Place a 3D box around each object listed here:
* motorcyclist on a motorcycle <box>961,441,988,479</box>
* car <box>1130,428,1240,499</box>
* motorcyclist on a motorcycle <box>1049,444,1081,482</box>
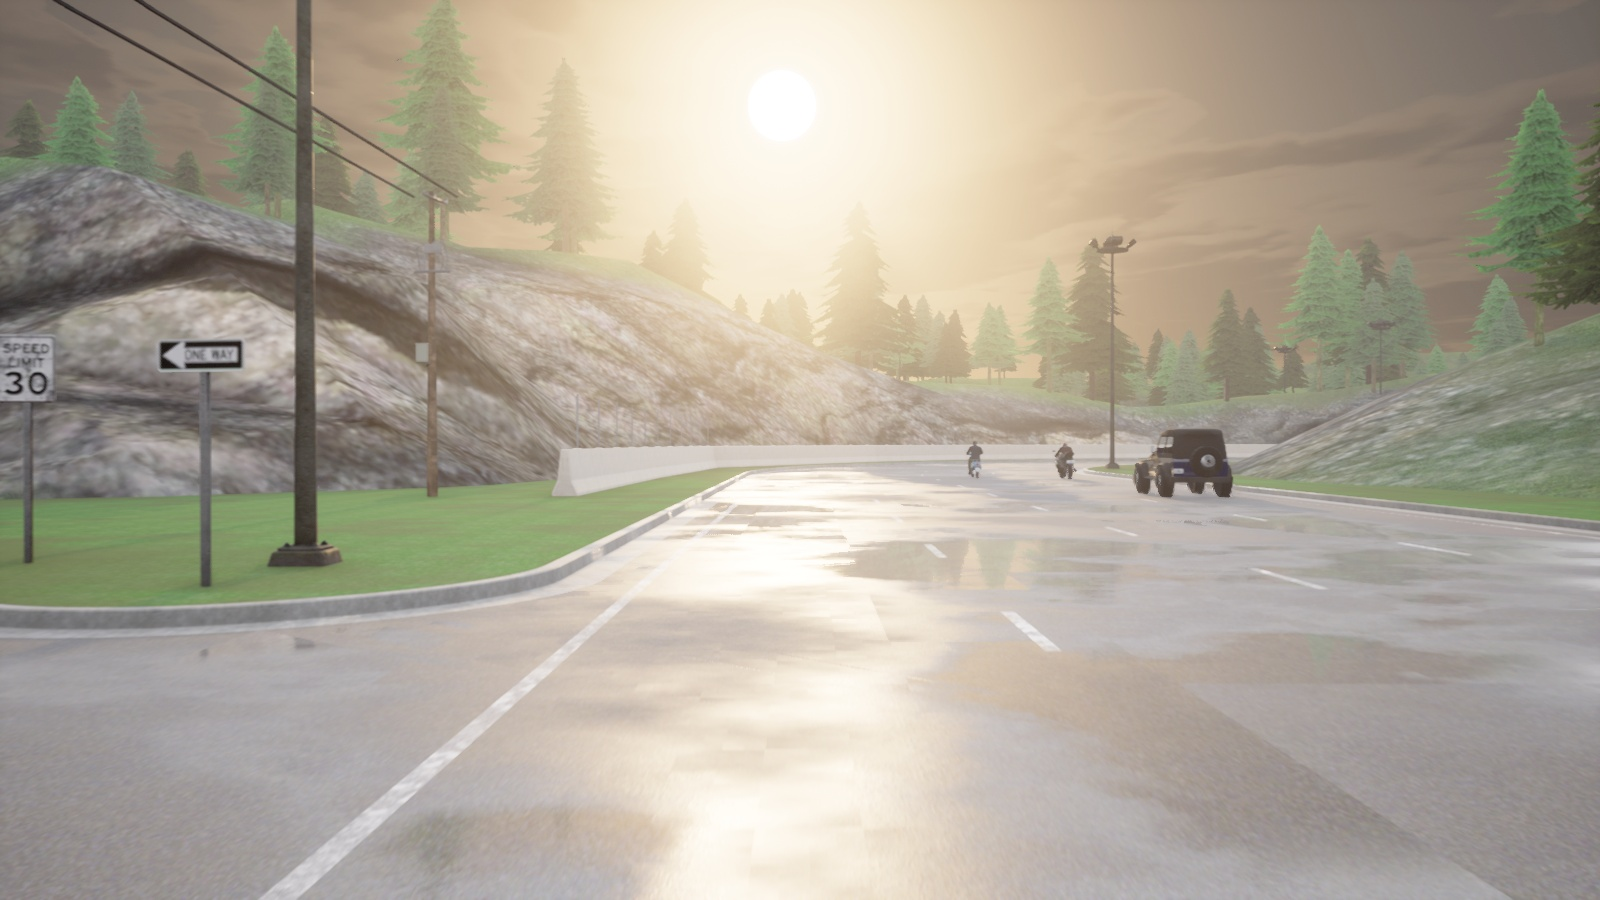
[{"bbox_3d":[7.315,0.409,52.633,0.866,1.590,1.817,0,0,0],"label":"motorcyclist on a motorcycle"},{"bbox_3d":[10.716,0.352,35.217,1.905,1.878,3.866,0,0,0],"label":"car"},{"bbox_3d":[10.807,0.501,51.260,0.866,1.530,2.191,0,0,0],"label":"motorcyclist on a motorcycle"}]
